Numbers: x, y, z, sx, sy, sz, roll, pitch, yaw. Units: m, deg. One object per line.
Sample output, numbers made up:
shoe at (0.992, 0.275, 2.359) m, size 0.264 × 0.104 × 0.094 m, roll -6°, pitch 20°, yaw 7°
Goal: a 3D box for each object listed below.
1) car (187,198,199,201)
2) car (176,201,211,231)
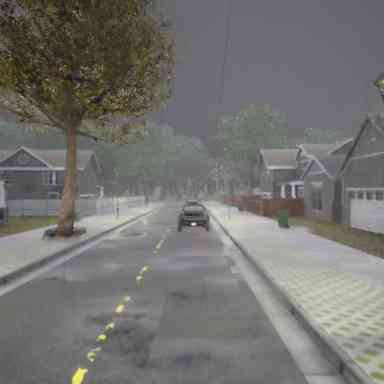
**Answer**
car at (0.093, 1.532, 38.980) m, size 1.837 × 1.490 × 4.892 m, roll 0°, pitch 0°, yaw 0°
car at (0.096, 1.512, 20.634) m, size 1.837 × 1.490 × 4.892 m, roll 0°, pitch 0°, yaw 0°
